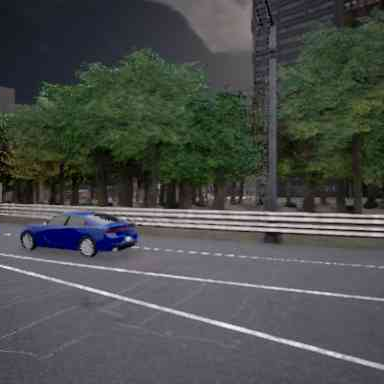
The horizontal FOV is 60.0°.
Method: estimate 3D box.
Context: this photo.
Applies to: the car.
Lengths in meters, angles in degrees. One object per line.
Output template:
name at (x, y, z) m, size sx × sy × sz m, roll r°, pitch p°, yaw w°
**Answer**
car at (-4.435, 1.495, 12.827) m, size 5.008 × 1.535 × 1.882 m, roll 0°, pitch 0°, yaw 27°
